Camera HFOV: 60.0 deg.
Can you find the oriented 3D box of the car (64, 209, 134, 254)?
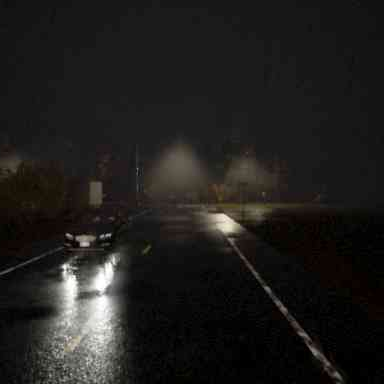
[{"bbox_3d":[-3.605,1.494,13.624,2.128,1.511,4.902,0,0,0],"label":"car"}]

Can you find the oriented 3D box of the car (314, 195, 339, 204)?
[{"bbox_3d":[26.809,1.394,66.199,4.553,1.767,2.097,0,0,-1],"label":"car"}]

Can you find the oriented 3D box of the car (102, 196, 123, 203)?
[{"bbox_3d":[-15.969,1.522,65.631,4.674,1.442,1.812,0,0,0],"label":"car"}]

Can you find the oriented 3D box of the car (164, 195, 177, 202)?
[{"bbox_3d":[-3.523,1.106,54.392,1.882,1.535,5.008,0,0,0],"label":"car"}]
